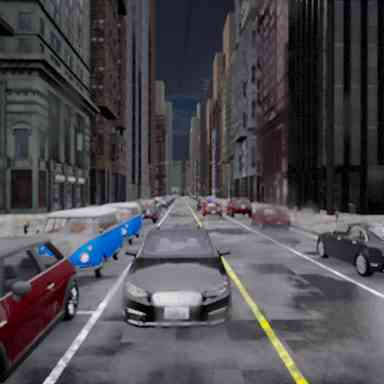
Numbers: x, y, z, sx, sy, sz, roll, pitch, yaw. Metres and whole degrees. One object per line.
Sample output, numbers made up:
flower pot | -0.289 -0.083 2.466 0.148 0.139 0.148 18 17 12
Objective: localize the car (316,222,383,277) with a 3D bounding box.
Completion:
car | 5.361 1.615 10.313 2.008 1.369 4.403 0 0 -2

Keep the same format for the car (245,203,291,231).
car | 4.985 1.667 21.579 1.887 1.381 4.507 0 0 -2

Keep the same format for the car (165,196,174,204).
car | -4.849 1.891 60.713 1.947 1.339 4.313 0 0 -2

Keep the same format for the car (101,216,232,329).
car | -0.303 1.528 7.338 2.128 1.511 4.902 0 0 -2

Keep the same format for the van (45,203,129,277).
van | -3.159 1.385 10.014 1.690 1.788 3.998 0 0 -2

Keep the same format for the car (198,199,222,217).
car | 1.927 1.705 33.228 1.812 1.442 4.674 0 0 -2

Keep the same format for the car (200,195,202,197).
car | 3.295 1.853 72.277 1.967 1.590 4.097 0 0 -2

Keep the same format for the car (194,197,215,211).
car | 1.564 1.742 43.595 1.837 1.490 4.892 0 0 -1

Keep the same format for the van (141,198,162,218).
van | -3.910 1.504 32.547 1.690 1.788 3.998 0 0 -2

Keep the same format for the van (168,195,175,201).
van | -5.225 1.735 71.982 1.690 1.788 3.998 0 0 -2

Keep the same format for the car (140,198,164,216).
car | -3.722 1.447 26.914 2.192 1.841 5.009 0 0 -2

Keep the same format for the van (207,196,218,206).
van | 3.670 1.686 61.011 1.690 1.788 3.998 0 0 -2

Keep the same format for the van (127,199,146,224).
van | -3.347 1.414 15.648 1.690 1.788 3.998 0 0 -2

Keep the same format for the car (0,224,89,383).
car | -2.971 1.456 4.381 1.967 1.590 4.097 0 0 -2

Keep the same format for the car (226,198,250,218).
car | 4.610 1.497 32.846 2.192 1.841 5.009 0 0 -2

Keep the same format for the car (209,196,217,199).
car | 3.853 1.838 55.547 1.752 1.417 4.829 0 0 -2

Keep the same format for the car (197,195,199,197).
car | 2.920 2.032 83.542 2.008 1.369 4.403 0 0 -2

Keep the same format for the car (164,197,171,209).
car | -4.473 1.803 49.447 1.887 1.381 4.507 0 0 -2
